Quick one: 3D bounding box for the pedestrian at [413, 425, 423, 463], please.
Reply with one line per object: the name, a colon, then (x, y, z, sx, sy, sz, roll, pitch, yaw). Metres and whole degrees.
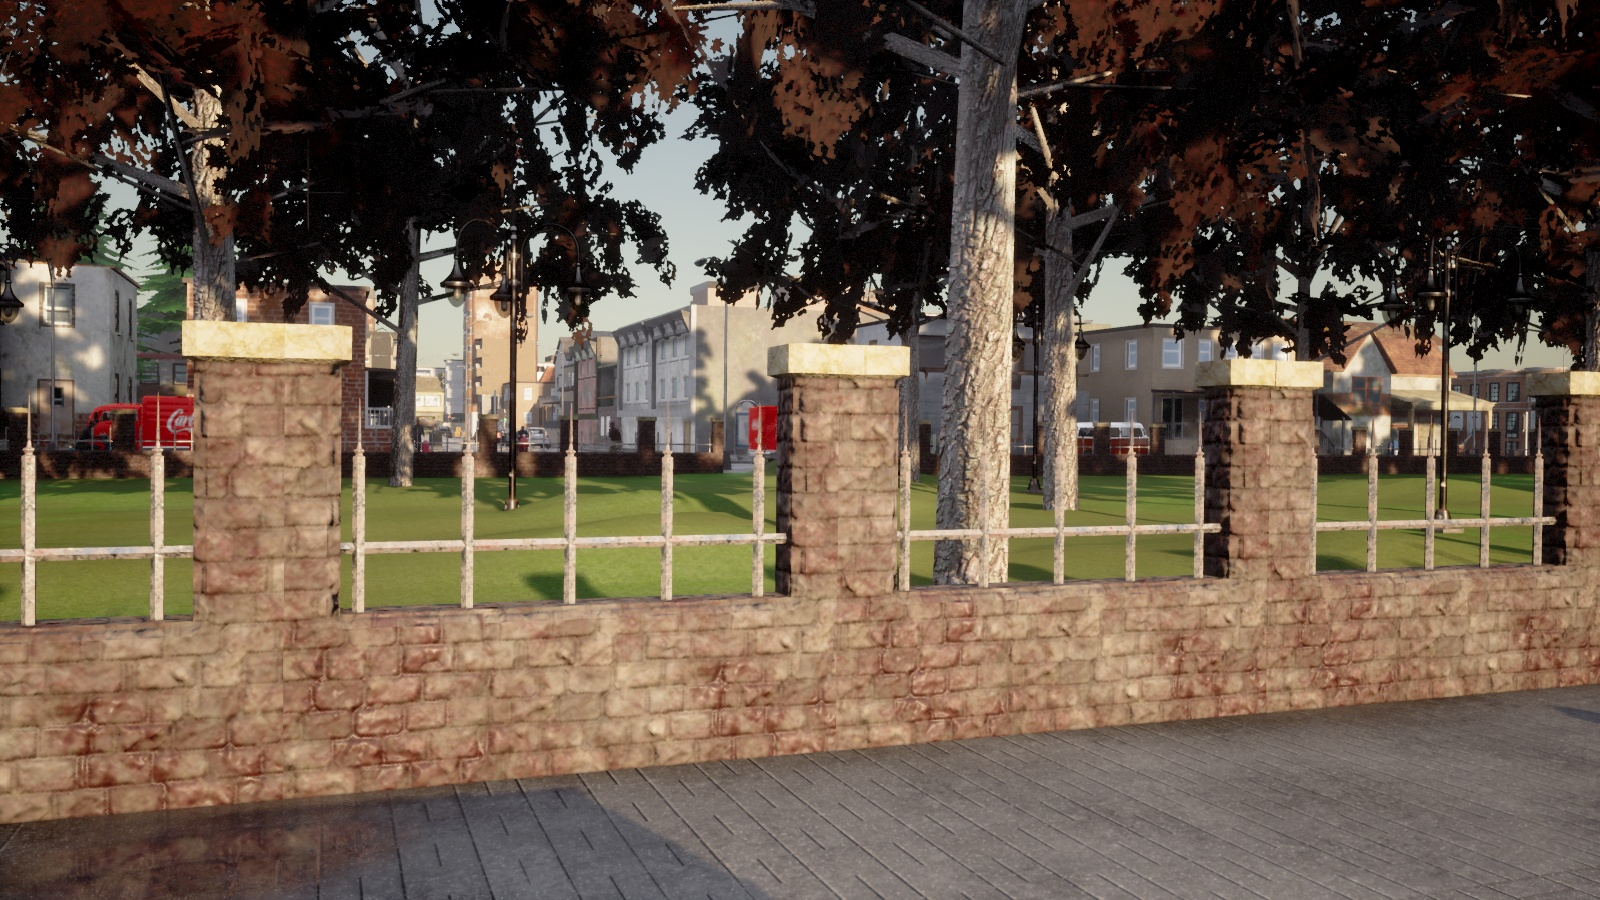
pedestrian: (-19.772, -0.335, 64.953, 0.423, 1.949, 0.788, -1, 1, -19)

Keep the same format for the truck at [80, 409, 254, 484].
truck: (-21.978, -0.165, 43.885, 5.204, 2.467, 2.627, -1, 1, -22)

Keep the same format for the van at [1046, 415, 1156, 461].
van: (13.751, -0.562, 57.438, 4.480, 2.038, 2.069, -1, 1, -21)

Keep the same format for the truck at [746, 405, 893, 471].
truck: (0.759, -0.505, 49.676, 5.204, 2.467, 2.627, -1, 1, -20)

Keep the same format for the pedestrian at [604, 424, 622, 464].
pedestrian: (-8.723, -0.271, 58.582, 0.703, 1.840, 0.431, -1, 1, -42)

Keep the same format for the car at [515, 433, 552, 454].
car: (-18.827, -0.477, 88.737, 1.970, 1.475, 3.806, -1, 1, -21)
